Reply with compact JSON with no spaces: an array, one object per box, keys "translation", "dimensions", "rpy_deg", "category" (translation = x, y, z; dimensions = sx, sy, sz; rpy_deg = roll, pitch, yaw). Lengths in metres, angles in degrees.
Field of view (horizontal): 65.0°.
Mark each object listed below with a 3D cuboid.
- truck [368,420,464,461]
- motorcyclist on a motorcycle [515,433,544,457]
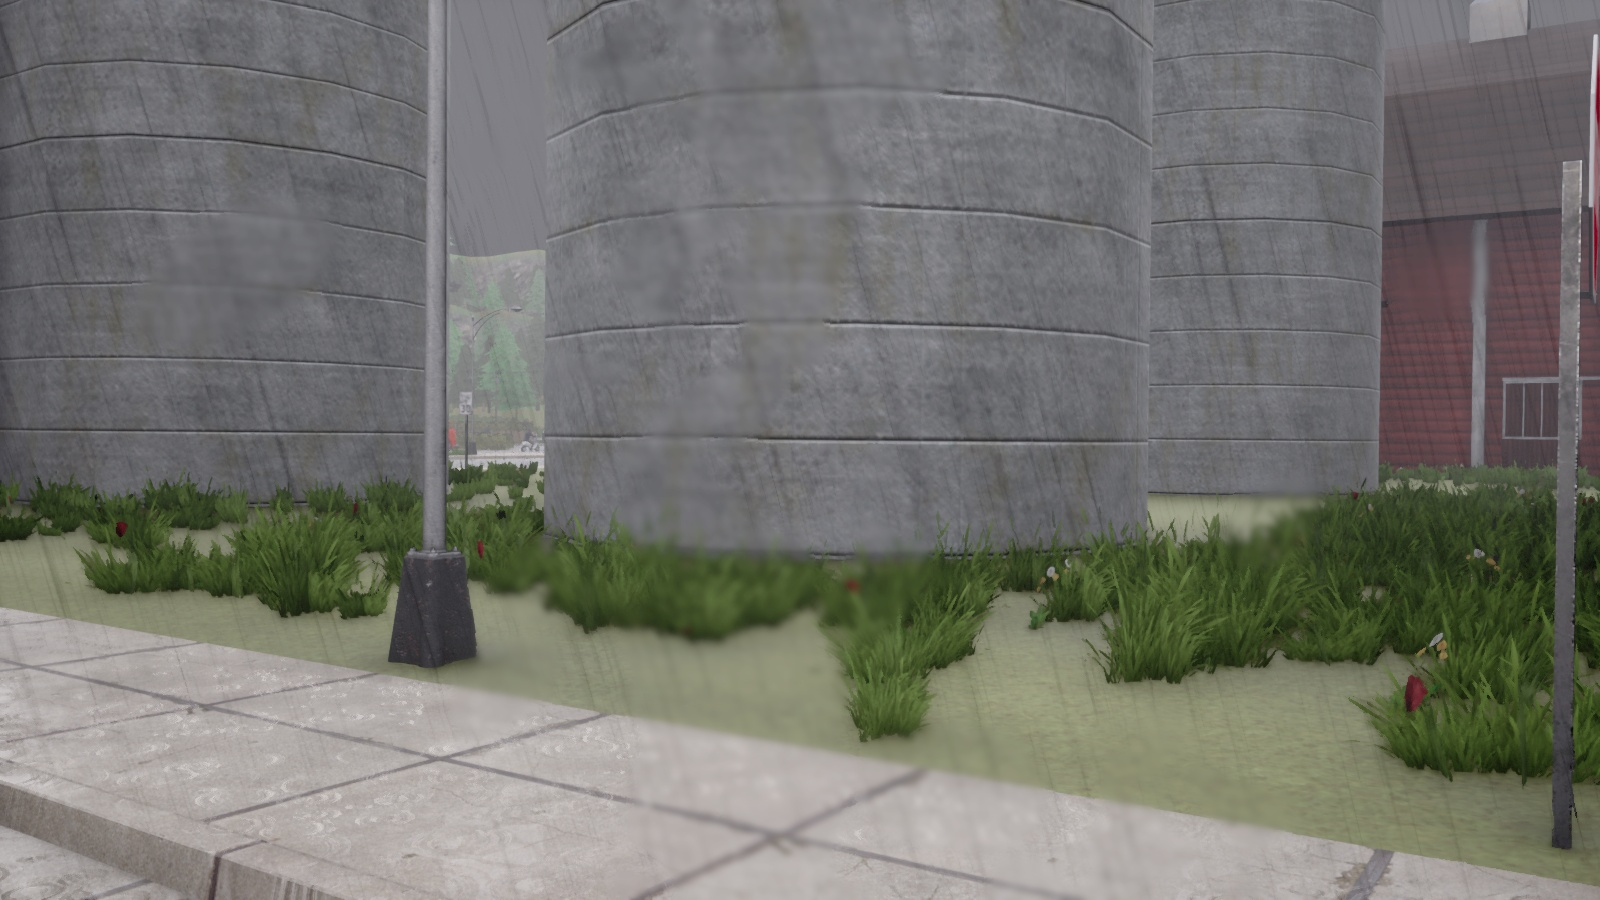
[{"translation":[-23.853,-0.607,78.173],"dimensions":[2.627,2.467,5.204],"rpy_deg":[0,1,33],"category":"truck"},{"translation":[-18.559,-0.325,86.275],"dimensions":[0.866,1.590,1.817],"rpy_deg":[0,1,33],"category":"motorcyclist on a motorcycle"}]
